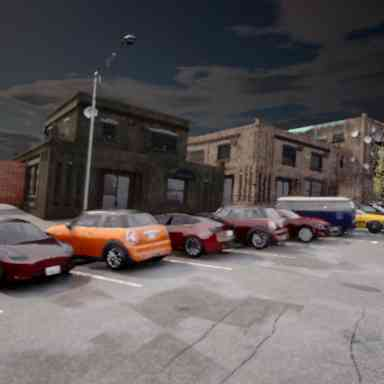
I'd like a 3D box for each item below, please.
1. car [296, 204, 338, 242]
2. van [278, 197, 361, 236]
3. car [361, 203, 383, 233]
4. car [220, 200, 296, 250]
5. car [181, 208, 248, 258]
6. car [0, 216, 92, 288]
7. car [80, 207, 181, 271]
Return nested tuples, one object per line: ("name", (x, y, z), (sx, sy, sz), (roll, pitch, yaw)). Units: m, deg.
("car", (4.159, 1.488, 16.303), (5.008, 1.535, 2.097), (-1, -1, 34))
("van", (6.436, 1.267, 18.104), (4.442, 1.987, 1.878), (-1, -1, 34))
("car", (9.062, 1.490, 19.667), (5.366, 1.575, 1.946), (-1, -1, 34))
("car", (1.807, 1.358, 14.532), (4.553, 1.767, 2.185), (-1, -1, 34))
("car", (-0.618, 1.510, 12.818), (4.792, 1.488, 2.163), (-1, -1, 34))
("car", (-5.319, 1.502, 9.292), (4.792, 1.488, 2.163), (-1, -1, 34))
("car", (-2.947, 1.351, 11.037), (4.553, 1.767, 2.185), (-1, -1, 34))
